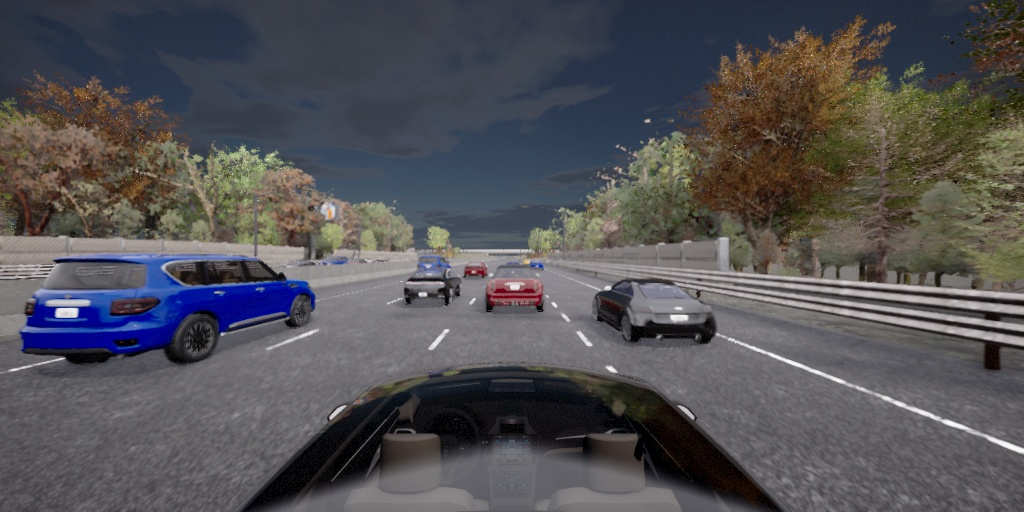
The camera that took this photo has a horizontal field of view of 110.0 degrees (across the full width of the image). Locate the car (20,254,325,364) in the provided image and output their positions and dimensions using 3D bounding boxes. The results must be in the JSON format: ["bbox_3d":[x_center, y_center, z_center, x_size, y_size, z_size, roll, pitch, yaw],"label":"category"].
[{"bbox_3d":[-6.904,0.977,8.246,2.150,2.045,5.566,0,0,0],"label":"car"}]

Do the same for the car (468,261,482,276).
[{"bbox_3d":[-3.404,1.266,34.363,1.882,1.535,5.008,0,0,0],"label":"car"}]

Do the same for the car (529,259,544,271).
[{"bbox_3d":[3.490,1.273,52.360,1.882,1.535,5.008,0,0,0],"label":"car"}]

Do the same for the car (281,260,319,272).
[{"bbox_3d":[-28.081,1.302,47.649,2.128,1.511,4.902,0,0,0],"label":"car"}]

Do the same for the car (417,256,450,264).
[{"bbox_3d":[-6.908,1.006,31.946,2.150,2.045,5.566,0,0,0],"label":"car"}]

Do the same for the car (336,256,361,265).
[{"bbox_3d":[-21.088,1.161,48.145,2.097,1.767,4.553,0,0,0],"label":"car"}]

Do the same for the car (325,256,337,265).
[{"bbox_3d":[-24.574,1.035,49.715,2.150,2.045,5.566,0,0,0],"label":"car"}]

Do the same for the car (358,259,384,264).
[{"bbox_3d":[-17.592,1.407,46.319,1.895,1.301,4.718,0,0,0],"label":"car"}]

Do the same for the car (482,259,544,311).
[{"bbox_3d":[0.097,1.114,14.559,2.097,1.767,4.553,0,0,0],"label":"car"}]

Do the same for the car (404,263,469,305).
[{"bbox_3d":[-3.404,1.256,16.121,2.128,1.511,4.902,0,0,0],"label":"car"}]

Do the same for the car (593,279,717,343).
[{"bbox_3d":[3.559,1.298,9.701,1.994,1.385,4.181,0,0,-1],"label":"car"}]
